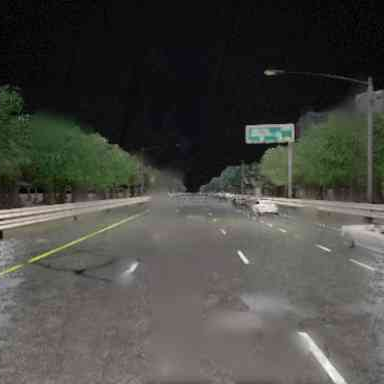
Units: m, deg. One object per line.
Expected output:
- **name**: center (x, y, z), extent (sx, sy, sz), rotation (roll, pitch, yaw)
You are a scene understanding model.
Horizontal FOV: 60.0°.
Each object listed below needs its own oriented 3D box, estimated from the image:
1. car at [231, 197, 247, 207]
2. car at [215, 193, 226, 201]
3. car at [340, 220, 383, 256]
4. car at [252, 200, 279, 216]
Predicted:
- **car**: center (7.125, 1.447, 50.481), extent (2.128, 1.511, 4.902), rotation (0, 0, 0)
- **car**: center (7.233, 1.420, 80.603), extent (1.837, 1.490, 4.892), rotation (0, 0, 0)
- **car**: center (7.008, 1.599, 11.534), extent (1.895, 1.301, 4.718), rotation (0, 0, 0)
- **car**: center (7.060, 1.512, 32.435), extent (1.812, 1.442, 4.674), rotation (0, 0, 0)
